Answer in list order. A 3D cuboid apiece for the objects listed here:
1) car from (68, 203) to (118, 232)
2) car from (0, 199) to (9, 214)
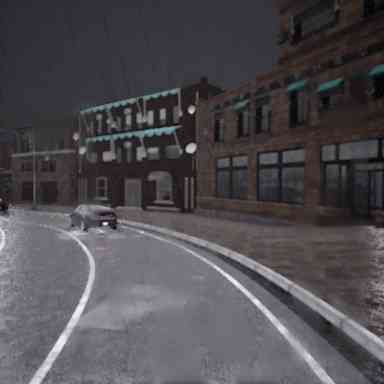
[{"bbox_3d":[-5.925,1.422,19.661,1.837,1.490,4.892,0,0,-33],"label":"car"},{"bbox_3d":[-19.678,1.308,32.313,5.008,1.535,1.882,0,1,39],"label":"car"}]
